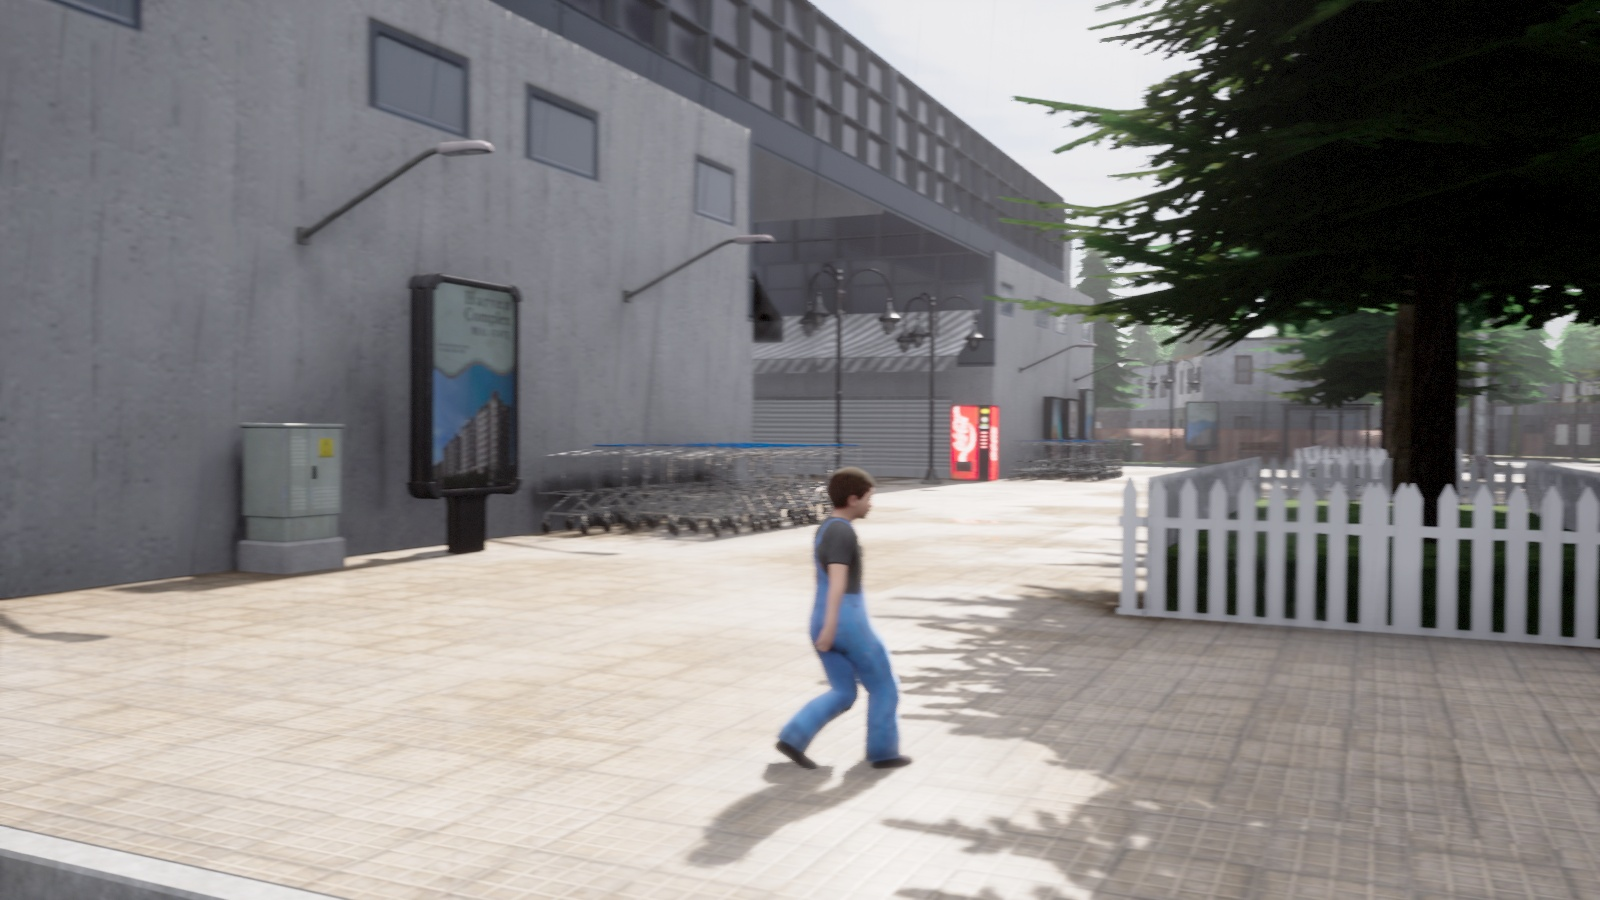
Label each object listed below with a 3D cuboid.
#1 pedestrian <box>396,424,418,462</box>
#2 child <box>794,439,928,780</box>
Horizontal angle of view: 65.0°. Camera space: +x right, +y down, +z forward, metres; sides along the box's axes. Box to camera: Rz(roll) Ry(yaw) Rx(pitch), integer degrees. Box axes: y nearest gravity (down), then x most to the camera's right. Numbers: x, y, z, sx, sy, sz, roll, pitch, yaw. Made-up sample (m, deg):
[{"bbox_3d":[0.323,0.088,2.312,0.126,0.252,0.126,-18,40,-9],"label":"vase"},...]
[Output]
[{"bbox_3d":[-19.586,-0.359,62.568,0.849,1.883,0.563,0,1,24],"label":"pedestrian"},{"bbox_3d":[0.234,0.592,4.864,0.437,1.263,0.270,-1,1,-21],"label":"child"}]
